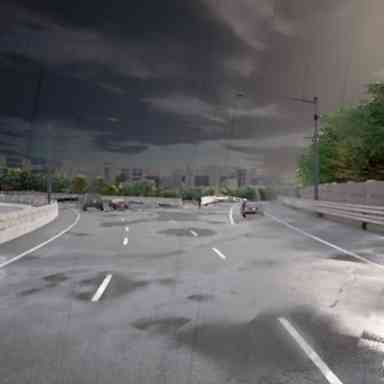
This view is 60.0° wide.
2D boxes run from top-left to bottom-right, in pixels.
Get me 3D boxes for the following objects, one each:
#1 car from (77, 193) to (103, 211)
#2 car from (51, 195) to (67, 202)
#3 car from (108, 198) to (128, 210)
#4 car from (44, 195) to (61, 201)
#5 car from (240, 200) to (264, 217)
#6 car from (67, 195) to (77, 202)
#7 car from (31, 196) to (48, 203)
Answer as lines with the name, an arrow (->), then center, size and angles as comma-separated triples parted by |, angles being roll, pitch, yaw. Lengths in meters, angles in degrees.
car -> -12.080, 1.187, 39.944 | 2.150, 2.045, 5.566 | 0, 0, -24
car -> -29.816, 1.342, 72.338 | 4.553, 1.767, 2.097 | 0, 0, 44
car -> -9.341, 1.468, 42.227 | 1.812, 1.442, 4.674 | 0, 0, -24
car -> -34.185, 1.376, 81.293 | 4.181, 1.385, 1.994 | 0, 0, 39
car -> 5.360, 1.431, 29.871 | 2.033, 1.411, 5.357 | 0, 0, 6
car -> -26.748, 1.442, 74.210 | 5.008, 1.535, 1.882 | 0, 0, 44
car -> -32.278, 1.599, 69.841 | 4.718, 1.301, 1.895 | 0, 0, 44
